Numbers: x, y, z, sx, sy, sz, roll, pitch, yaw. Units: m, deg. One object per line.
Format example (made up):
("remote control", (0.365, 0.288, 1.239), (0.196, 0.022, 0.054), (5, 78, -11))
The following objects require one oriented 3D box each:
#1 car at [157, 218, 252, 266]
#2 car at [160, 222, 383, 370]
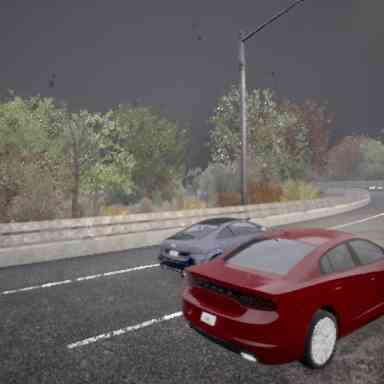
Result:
("car", (1.107, 1.415, 9.328), (4.181, 1.385, 1.994), (-2, 1, -39))
("car", (2.143, 1.359, 5.648), (5.008, 1.535, 1.882), (-2, 1, -38))
